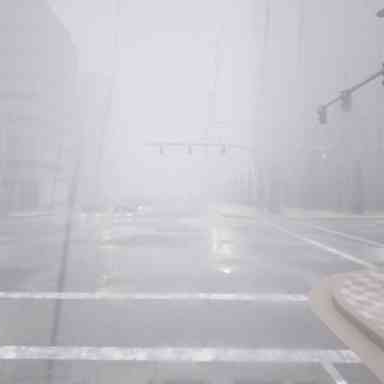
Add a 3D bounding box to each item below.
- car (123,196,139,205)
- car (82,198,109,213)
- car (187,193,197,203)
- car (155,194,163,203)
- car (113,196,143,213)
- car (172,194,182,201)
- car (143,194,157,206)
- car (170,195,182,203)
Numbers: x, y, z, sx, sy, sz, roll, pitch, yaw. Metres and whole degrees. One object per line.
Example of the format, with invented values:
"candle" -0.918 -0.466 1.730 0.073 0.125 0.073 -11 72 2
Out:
"car" -10.496 1.388 57.839 1.837 1.490 4.892 0 0 1
"car" -10.570 1.402 36.649 1.882 1.535 5.008 0 0 0
"car" 0.041 1.410 67.291 2.033 1.411 5.357 0 0 0
"car" -6.980 1.217 66.071 2.097 1.767 4.553 0 0 1
"car" -7.073 1.473 36.236 2.033 1.411 5.357 0 0 0
"car" -3.453 1.336 77.190 2.128 1.511 4.902 0 0 0
"car" -7.048 1.459 50.880 1.994 1.385 4.181 0 0 0
"car" -3.459 1.364 67.863 1.837 1.490 4.892 0 0 0
